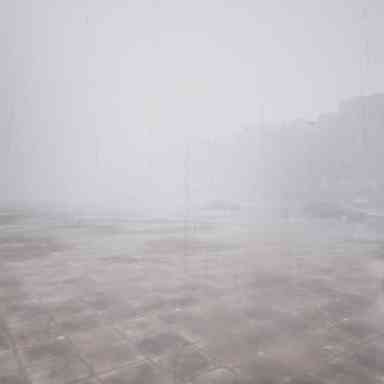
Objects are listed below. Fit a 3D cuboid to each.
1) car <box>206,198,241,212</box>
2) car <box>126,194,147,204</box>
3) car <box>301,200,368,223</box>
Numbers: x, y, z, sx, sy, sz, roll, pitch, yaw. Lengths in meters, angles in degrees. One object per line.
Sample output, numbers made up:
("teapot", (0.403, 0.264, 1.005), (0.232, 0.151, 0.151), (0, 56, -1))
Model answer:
("car", (3.322, 1.344, 35.712), (1.994, 1.385, 4.181), (-2, 2, -35))
("car", (-8.840, 1.029, 53.089), (2.128, 1.511, 4.902), (-2, 1, -35))
("car", (10.690, 1.425, 25.272), (1.837, 1.490, 4.892), (-2, 2, -35))
